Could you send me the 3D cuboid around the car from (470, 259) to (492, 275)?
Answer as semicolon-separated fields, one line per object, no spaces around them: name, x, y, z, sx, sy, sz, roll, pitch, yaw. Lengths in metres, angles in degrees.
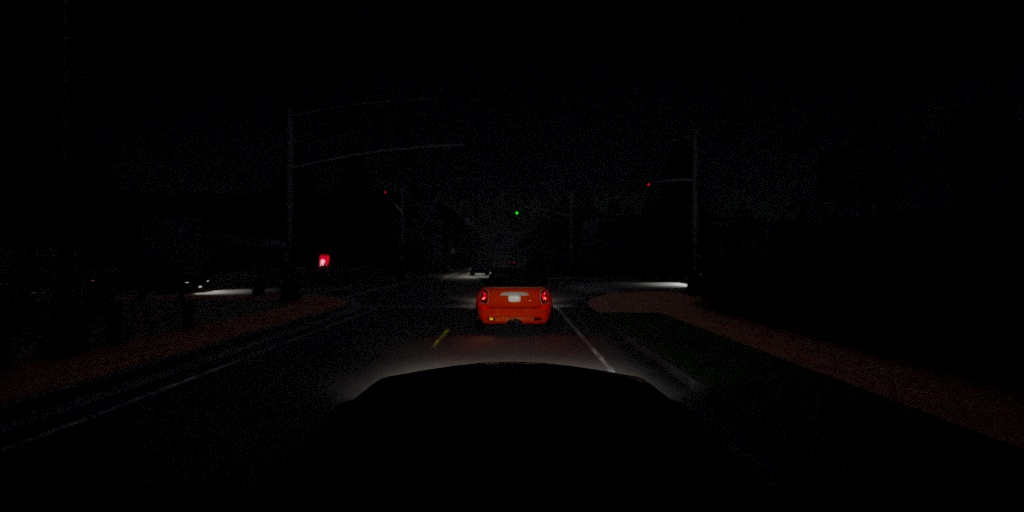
car;-3.603;1.315;40.662;1.882;1.535;5.008;0;0;0

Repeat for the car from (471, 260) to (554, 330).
car;0.051;1.124;11.381;2.097;1.767;4.553;0;0;0

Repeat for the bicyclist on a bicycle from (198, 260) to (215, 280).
bicyclist on a bicycle;-23.561;1.124;27.677;0.582;1.620;1.656;0;0;-2

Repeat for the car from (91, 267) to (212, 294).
car;-20.345;1.354;20.288;5.357;1.411;2.033;0;0;-2

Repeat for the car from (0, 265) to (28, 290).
car;-30.384;1.370;20.004;4.181;1.385;1.994;0;0;-2

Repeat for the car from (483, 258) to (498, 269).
car;-3.566;1.233;59.921;2.097;1.767;4.553;0;0;0

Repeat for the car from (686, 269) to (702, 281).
car;15.066;1.350;26.298;4.181;1.385;1.994;0;0;-8
